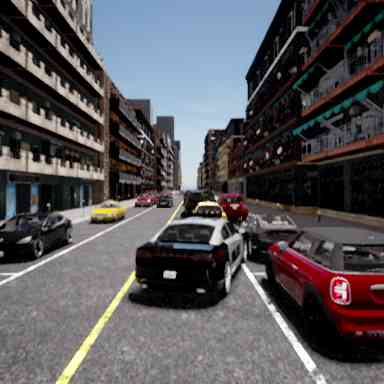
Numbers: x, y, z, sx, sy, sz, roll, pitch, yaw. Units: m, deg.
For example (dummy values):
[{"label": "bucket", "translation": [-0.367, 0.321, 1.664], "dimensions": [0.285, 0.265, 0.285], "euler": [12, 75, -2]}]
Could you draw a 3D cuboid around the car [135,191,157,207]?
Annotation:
[{"label": "car", "translation": [-5.716, 0.974, 40.140], "dimensions": [1.967, 1.590, 4.097], "euler": [0, 1, 0]}]

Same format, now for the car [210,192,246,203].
[{"label": "car", "translation": [2.678, 1.047, 23.232], "dimensions": [2.192, 1.841, 5.009], "euler": [0, 1, 0]}]

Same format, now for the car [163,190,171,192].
[{"label": "car", "translation": [-5.738, 0.450, 73.954], "dimensions": [2.192, 1.841, 5.009], "euler": [0, 1, 0]}]

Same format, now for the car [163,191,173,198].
[{"label": "car", "translation": [-5.743, 0.508, 79.591], "dimensions": [1.967, 1.590, 4.097], "euler": [0, 1, 0]}]

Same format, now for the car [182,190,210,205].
[{"label": "car", "translation": [0.561, 0.937, 24.441], "dimensions": [2.150, 2.045, 5.566], "euler": [0, 1, -3]}]

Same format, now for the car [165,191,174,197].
[{"label": "car", "translation": [-5.747, 0.546, 85.229], "dimensions": [1.887, 1.381, 4.507], "euler": [0, 1, 0]}]

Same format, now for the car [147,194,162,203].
[{"label": "car", "translation": [-5.724, 0.984, 51.413], "dimensions": [1.802, 1.307, 4.206], "euler": [0, 1, 0]}]

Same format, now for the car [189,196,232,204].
[{"label": "car", "translation": [0.888, 1.240, 18.647], "dimensions": [1.801, 1.575, 5.366], "euler": [0, 1, 0]}]

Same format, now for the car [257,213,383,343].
[{"label": "car", "translation": [2.688, 1.366, 6.325], "dimensions": [1.967, 1.590, 4.097], "euler": [0, 1, 0]}]

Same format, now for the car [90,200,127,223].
[{"label": "car", "translation": [-5.704, 1.259, 23.061], "dimensions": [1.752, 1.417, 4.829], "euler": [0, 1, 0]}]

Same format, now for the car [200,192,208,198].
[{"label": "car", "translation": [2.641, 0.659, 74.128], "dimensions": [1.752, 1.417, 4.829], "euler": [0, 1, 0]}]

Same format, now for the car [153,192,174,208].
[{"label": "car", "translation": [-3.124, 1.052, 39.046], "dimensions": [1.837, 1.490, 4.892], "euler": [0, 1, 0]}]

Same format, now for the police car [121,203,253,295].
[{"label": "police car", "translation": [0.293, 1.323, 8.744], "dimensions": [1.930, 1.638, 5.238], "euler": [0, 1, 16]}]

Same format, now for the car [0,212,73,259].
[{"label": "car", "translation": [-5.697, 1.428, 11.959], "dimensions": [1.947, 1.339, 4.313], "euler": [0, 1, 0]}]

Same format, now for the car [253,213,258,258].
[{"label": "car", "translation": [2.684, 1.413, 11.962], "dimensions": [2.008, 1.369, 4.403], "euler": [0, 1, 0]}]
